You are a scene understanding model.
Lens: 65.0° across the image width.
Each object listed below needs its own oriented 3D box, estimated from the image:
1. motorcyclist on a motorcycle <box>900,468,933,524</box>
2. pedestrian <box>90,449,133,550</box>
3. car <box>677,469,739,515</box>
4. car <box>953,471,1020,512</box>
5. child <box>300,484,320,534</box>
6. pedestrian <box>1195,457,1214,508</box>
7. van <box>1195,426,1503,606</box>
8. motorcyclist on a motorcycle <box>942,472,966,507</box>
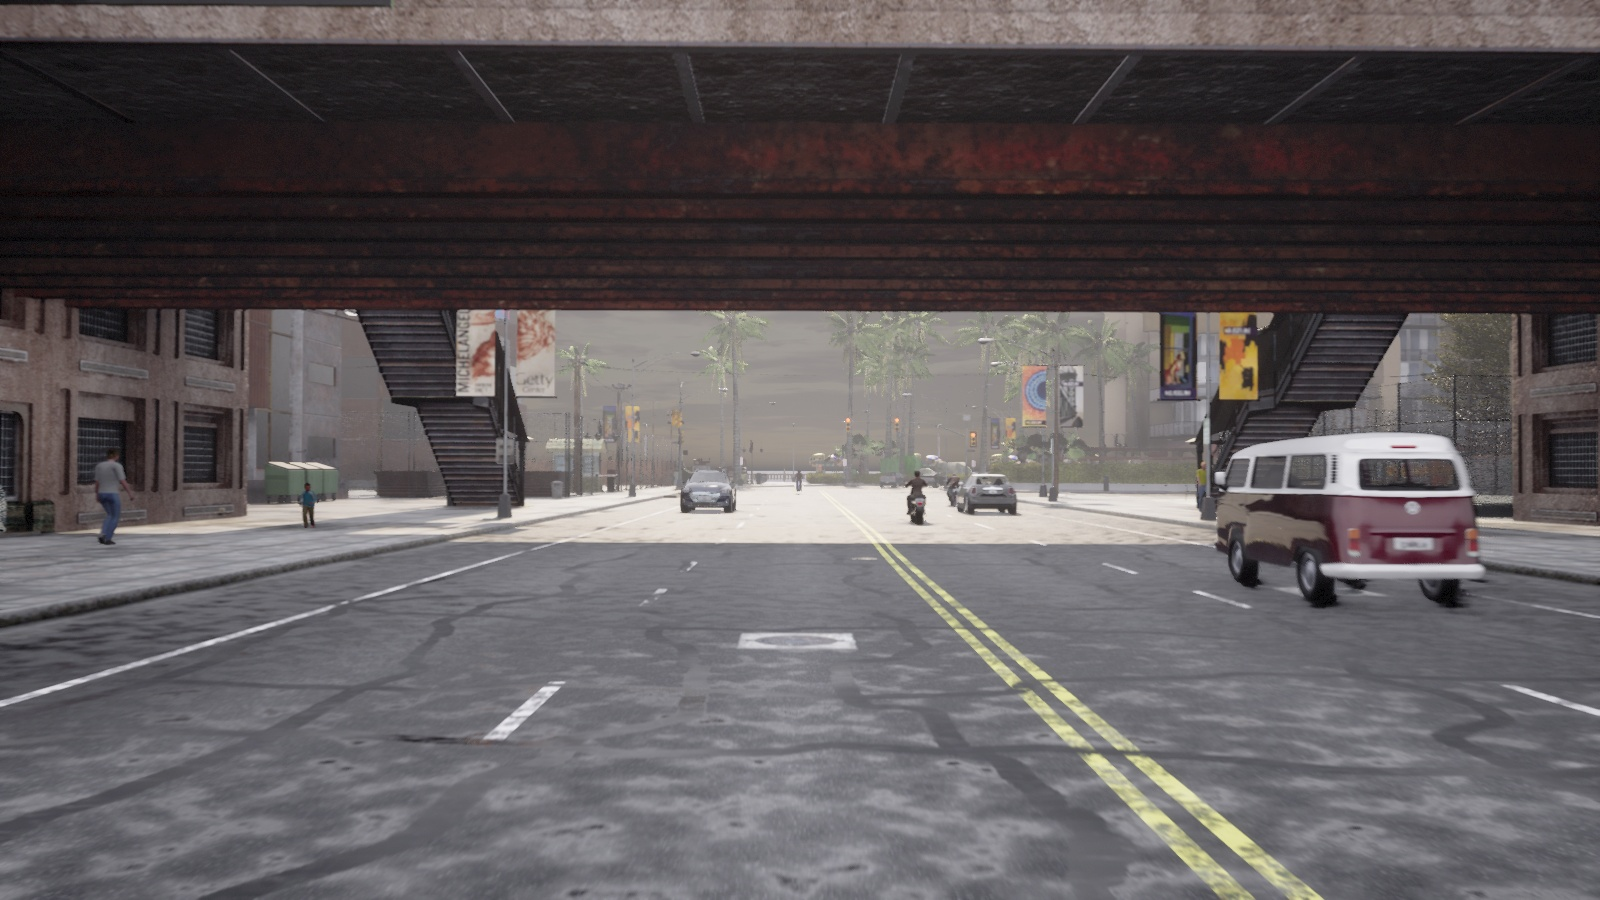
[{"bbox_3d":[3.553,1.393,38.388,0.766,1.649,2.350,0,-1,0],"label":"motorcyclist on a motorcycle"},{"bbox_3d":[-12.726,0.911,23.221,0.354,1.836,0.706,0,-1,6],"label":"pedestrian"},{"bbox_3d":[-3.465,1.565,48.144,2.033,1.649,4.856,0,-1,0],"label":"car"},{"bbox_3d":[7.036,1.551,47.760,1.970,1.475,3.806,0,-1,0],"label":"car"},{"bbox_3d":[-11.669,1.399,29.915,0.343,1.192,0.448,0,-1,-7],"label":"child"},{"bbox_3d":[14.546,1.168,45.119,0.354,1.836,0.706,0,-1,-8],"label":"pedestrian"},{"bbox_3d":[6.963,0.787,16.564,2.069,2.038,4.480,0,-1,0],"label":"van"},{"bbox_3d":[6.969,1.773,56.817,0.866,1.530,2.191,0,-1,1],"label":"motorcyclist on a motorcycle"}]
